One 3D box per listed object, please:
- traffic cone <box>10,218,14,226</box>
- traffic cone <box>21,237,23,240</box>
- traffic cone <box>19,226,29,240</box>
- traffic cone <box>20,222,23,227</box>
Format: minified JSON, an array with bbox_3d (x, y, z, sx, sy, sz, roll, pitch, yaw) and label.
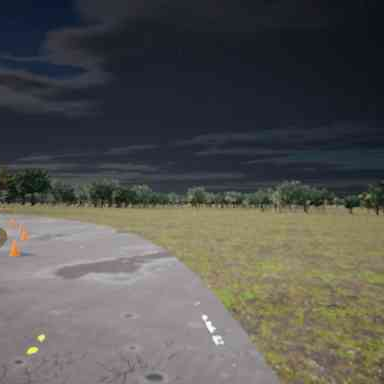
[{"bbox_3d":[-13.612,2.274,25.120,0.340,0.580,0.340,1,-1,-38],"label":"traffic cone"},{"bbox_3d":[-6.790,2.124,12.760,0.340,0.580,0.340,0,-1,-19],"label":"traffic cone"},{"bbox_3d":[-8.605,2.178,17.123,0.340,0.580,0.340,0,-1,-26],"label":"traffic cone"},{"bbox_3d":[-10.889,2.229,21.259,0.340,0.580,0.340,1,-1,-32],"label":"traffic cone"}]
